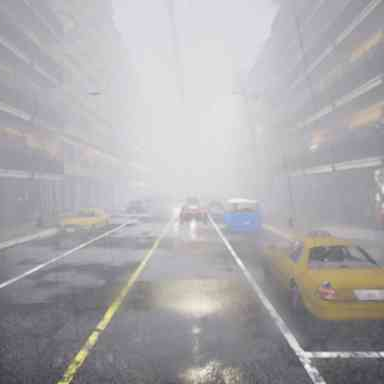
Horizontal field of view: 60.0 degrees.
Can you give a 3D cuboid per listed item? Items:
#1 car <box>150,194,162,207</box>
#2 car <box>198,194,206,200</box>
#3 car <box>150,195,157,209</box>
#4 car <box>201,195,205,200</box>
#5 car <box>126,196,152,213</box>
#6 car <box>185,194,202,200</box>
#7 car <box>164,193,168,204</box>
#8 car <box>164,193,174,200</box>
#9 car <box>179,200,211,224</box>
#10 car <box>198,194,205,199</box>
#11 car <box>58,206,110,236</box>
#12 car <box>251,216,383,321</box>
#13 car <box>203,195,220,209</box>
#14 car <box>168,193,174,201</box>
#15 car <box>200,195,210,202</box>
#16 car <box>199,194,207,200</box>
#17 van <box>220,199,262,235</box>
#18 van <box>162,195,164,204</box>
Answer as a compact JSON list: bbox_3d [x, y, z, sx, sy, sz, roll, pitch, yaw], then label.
[{"bbox_3d":[-5.701,1.408,45.810,1.887,1.381,4.507,-1,0,0],"label":"car"},{"bbox_3d":[2.678,1.298,89.984,2.008,1.369,4.403,-1,0,0],"label":"car"},{"bbox_3d":[-5.700,1.423,40.286,1.887,1.381,4.507,0,0,0],"label":"car"},{"bbox_3d":[2.680,1.413,45.797,2.008,1.369,4.403,-1,0,0],"label":"car"},{"bbox_3d":[-5.700,1.461,34.762,1.947,1.339,4.313,0,0,0],"label":"car"},{"bbox_3d":[0.098,1.366,46.064,1.837,1.490,4.892,0,0,0],"label":"car"},{"bbox_3d":[-5.702,1.273,56.857,1.967,1.590,4.097,-1,0,0],"label":"car"},{"bbox_3d":[-5.705,1.076,84.473,2.192,1.841,5.009,-1,0,0],"label":"car"},{"bbox_3d":[0.099,1.527,23.999,1.895,1.301,4.718,0,0,0],"label":"car"},{"bbox_3d":[2.678,1.259,95.677,1.752,1.417,4.829,-1,0,0],"label":"car"},{"bbox_3d":[-5.700,1.469,18.023,1.752,1.417,4.829,0,0,0],"label":"car"},{"bbox_3d":[2.682,1.502,7.303,1.752,1.417,4.829,-1,0,0],"label":"car"},{"bbox_3d":[2.680,1.429,40.273,2.008,1.369,4.403,-1,0,0],"label":"car"},{"bbox_3d":[-5.702,1.355,73.428,1.947,1.339,4.313,-1,0,0],"label":"car"},{"bbox_3d":[2.679,1.328,68.061,1.752,1.417,4.829,-1,0,0],"label":"car"},{"bbox_3d":[2.679,1.306,84.460,1.887,1.381,4.507,-1,0,0],"label":"car"},{"bbox_3d":[2.680,1.284,18.180,1.690,1.788,3.998,-1,0,0],"label":"van"},{"bbox_3d":[-5.703,1.189,51.333,1.690,1.788,3.998,-1,0,0],"label":"van"}]
